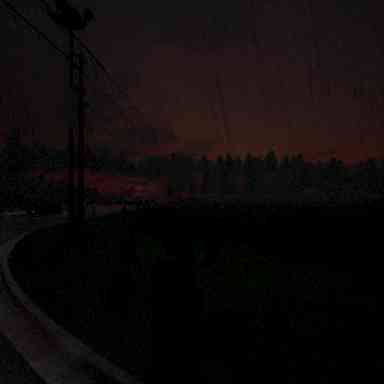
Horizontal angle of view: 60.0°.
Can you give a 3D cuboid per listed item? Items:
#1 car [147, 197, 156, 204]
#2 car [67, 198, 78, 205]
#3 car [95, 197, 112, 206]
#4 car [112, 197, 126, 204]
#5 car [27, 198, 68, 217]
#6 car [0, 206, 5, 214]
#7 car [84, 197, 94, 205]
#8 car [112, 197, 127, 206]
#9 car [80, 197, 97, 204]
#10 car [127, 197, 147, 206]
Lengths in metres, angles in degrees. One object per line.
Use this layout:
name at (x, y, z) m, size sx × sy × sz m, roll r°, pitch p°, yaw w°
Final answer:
car at (-9.494, 1.839, 75.737) m, size 2.097 × 1.767 × 4.553 m, roll 0°, pitch 0°, yaw 3°
car at (-24.119, 1.967, 65.468) m, size 2.128 × 1.511 × 4.902 m, roll 0°, pitch 0°, yaw 3°
car at (-17.101, 1.789, 65.584) m, size 2.097 × 1.767 × 4.553 m, roll 0°, pitch 0°, yaw 3°
car at (-16.522, 1.829, 75.462) m, size 1.837 × 1.490 × 4.892 m, roll 0°, pitch 0°, yaw 3°
car at (-15.293, 1.735, 34.863) m, size 2.128 × 1.511 × 4.902 m, roll 0°, pitch -1°, yaw 3°
car at (-22.249, 1.743, 35.830) m, size 1.882 × 1.535 × 5.008 m, roll 0°, pitch 0°, yaw 3°
car at (-20.430, 2.013, 68.591) m, size 1.994 × 1.385 × 4.181 m, roll 0°, pitch 0°, yaw 3°
car at (-13.611, 2.029, 65.300) m, size 1.895 × 1.301 × 4.718 m, roll 0°, pitch 0°, yaw 3°
car at (-23.510, 1.885, 75.870) m, size 2.033 × 1.411 × 5.357 m, roll 0°, pitch 0°, yaw 3°
car at (-10.198, 1.926, 61.989) m, size 1.812 × 1.442 × 4.674 m, roll 0°, pitch 0°, yaw 4°
